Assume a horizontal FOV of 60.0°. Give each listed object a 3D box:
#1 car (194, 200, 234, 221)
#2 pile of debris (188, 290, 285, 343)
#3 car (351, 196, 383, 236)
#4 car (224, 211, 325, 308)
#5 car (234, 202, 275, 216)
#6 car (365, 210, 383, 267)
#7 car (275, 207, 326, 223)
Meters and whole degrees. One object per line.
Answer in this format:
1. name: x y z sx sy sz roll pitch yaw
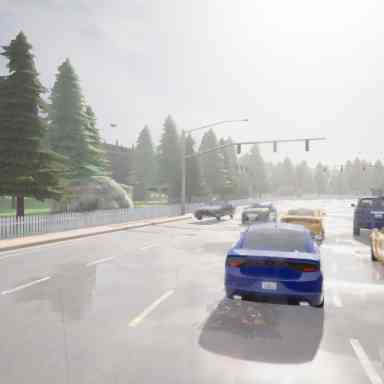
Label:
1. car: 1.978 1.346 26.095 2.033 1.411 5.357 0 0 24
2. pile of debris: 0.911 2.175 6.049 1.500 0.140 1.860 0 0 16
3. car: 9.997 1.221 18.153 2.150 2.045 5.566 0 0 26
4. car: 2.111 1.478 8.138 1.882 1.535 5.008 0 0 18
5. car: 4.986 1.493 24.265 2.128 1.511 4.902 0 0 25
6. car: 6.150 1.478 9.041 1.882 1.535 5.008 0 0 21
7. car: 5.721 1.478 17.008 1.882 1.535 5.008 0 0 24
